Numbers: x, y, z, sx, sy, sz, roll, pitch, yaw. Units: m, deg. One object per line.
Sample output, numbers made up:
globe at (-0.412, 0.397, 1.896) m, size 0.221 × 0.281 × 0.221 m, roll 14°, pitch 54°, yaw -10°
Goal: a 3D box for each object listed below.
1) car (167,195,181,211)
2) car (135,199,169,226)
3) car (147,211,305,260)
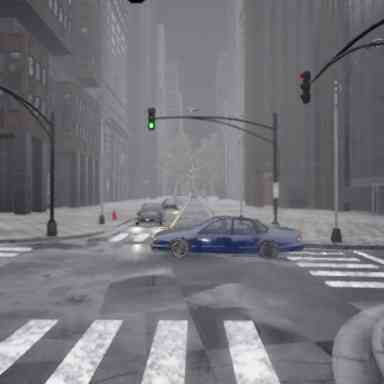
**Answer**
car at (-2.821, 1.569, 43.016) m, size 1.882 × 1.535 × 5.008 m, roll 0°, pitch 0°, yaw 0°
car at (-2.949, 1.560, 24.232) m, size 1.837 × 1.490 × 4.892 m, roll 0°, pitch 0°, yaw -1°
car at (1.260, 1.593, 12.149) m, size 5.357 × 1.411 × 2.033 m, roll 1°, pitch 0°, yaw 0°
